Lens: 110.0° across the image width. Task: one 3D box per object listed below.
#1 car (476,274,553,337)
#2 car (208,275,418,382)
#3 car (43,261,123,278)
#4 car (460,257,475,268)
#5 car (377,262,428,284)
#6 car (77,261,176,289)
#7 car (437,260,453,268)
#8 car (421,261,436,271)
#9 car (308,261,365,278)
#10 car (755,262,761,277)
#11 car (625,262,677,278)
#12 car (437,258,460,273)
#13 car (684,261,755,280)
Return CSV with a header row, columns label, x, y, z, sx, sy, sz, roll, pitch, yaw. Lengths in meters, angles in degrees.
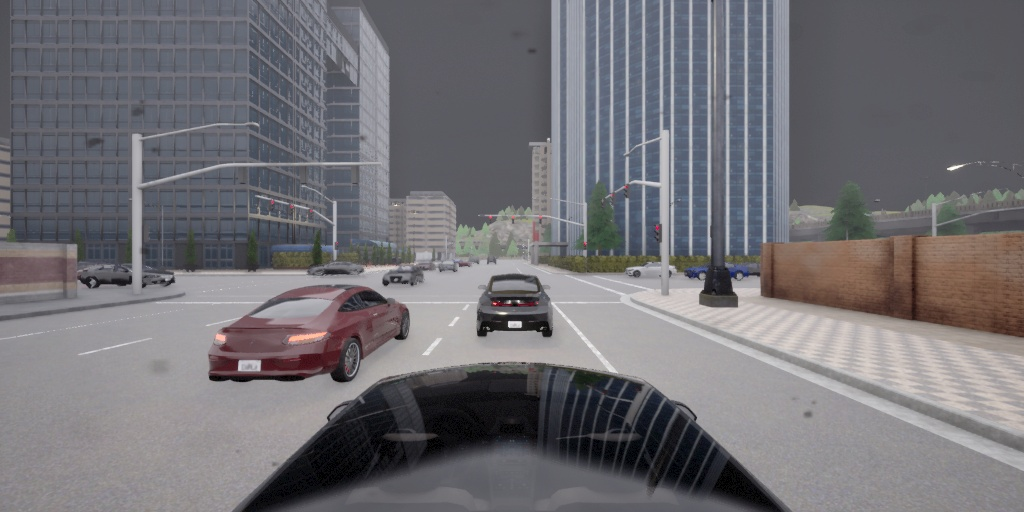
label,x,y,z,sx,sy,sz,roll,pitch,yaw
car,0.065,1.255,10.275,1.837,1.490,4.892,0,0,0
car,-3.437,1.276,7.010,1.812,1.442,4.674,0,0,0
car,-39.715,1.241,33.298,4.902,1.511,2.128,0,0,0
car,-8.076,1.351,61.836,1.895,1.301,4.718,0,0,-1
car,-7.354,1.314,24.562,1.994,1.385,4.181,0,0,-1
car,-24.228,1.241,22.716,4.902,1.511,2.128,0,0,0
car,-11.576,1.350,61.884,1.895,1.301,4.718,0,0,0
car,-11.371,1.314,47.398,1.994,1.385,4.181,0,0,-1
car,-16.626,1.241,34.125,4.902,1.511,2.128,0,1,-26
car,22.616,1.297,33.867,5.357,1.411,2.033,0,0,-1
car,13.030,1.276,33.763,4.674,1.442,1.812,0,0,1
car,-7.672,1.276,43.250,1.812,1.442,4.674,0,0,-4
car,17.212,1.228,30.319,5.008,1.535,1.882,0,0,0
